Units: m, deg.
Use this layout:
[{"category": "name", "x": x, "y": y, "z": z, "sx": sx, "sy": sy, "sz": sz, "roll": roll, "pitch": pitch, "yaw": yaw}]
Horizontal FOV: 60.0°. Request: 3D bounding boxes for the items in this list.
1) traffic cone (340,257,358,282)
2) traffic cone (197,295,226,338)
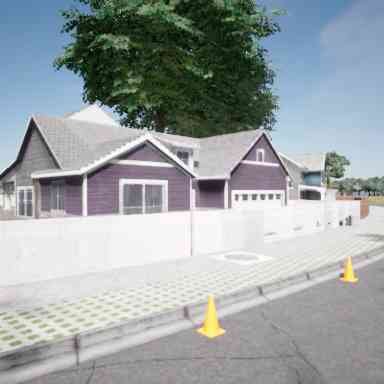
[{"category": "traffic cone", "x": 4.015, "y": 1.954, "z": 8.501, "sx": 0.340, "sy": 0.580, "sz": 0.340, "roll": 0, "pitch": 0, "yaw": -42}, {"category": "traffic cone", "x": 0.310, "y": 1.955, "z": 5.350, "sx": 0.340, "sy": 0.580, "sz": 0.340, "roll": 0, "pitch": 0, "yaw": -39}]
